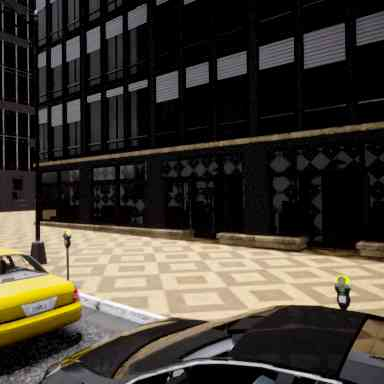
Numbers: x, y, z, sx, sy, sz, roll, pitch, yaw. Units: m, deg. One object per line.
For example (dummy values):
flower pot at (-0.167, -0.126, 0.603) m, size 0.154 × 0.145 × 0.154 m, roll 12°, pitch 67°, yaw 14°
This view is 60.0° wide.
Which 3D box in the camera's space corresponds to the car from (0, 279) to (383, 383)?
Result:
car at (0.683, 1.566, 2.359) m, size 4.313 × 1.339 × 1.947 m, roll 0°, pitch -1°, yaw 36°

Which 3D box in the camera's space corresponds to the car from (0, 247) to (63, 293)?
car at (-3.951, 1.527, 5.874) m, size 4.829 × 1.417 × 1.752 m, roll 0°, pitch -1°, yaw 36°
